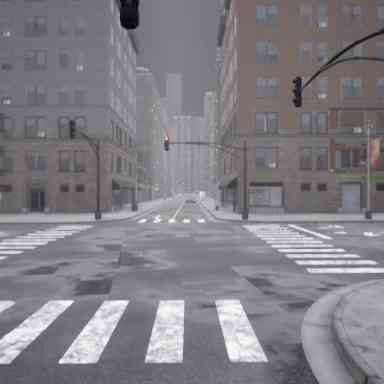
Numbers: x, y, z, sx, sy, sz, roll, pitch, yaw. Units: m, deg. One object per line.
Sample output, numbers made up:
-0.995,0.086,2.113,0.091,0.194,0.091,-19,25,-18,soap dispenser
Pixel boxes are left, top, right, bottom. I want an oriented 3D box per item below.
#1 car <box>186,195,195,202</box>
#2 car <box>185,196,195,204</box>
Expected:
-0.383,1.441,73.761,1.895,1.301,4.718,0,0,0,car
-0.313,1.612,63.756,1.895,1.301,4.718,0,0,0,car
